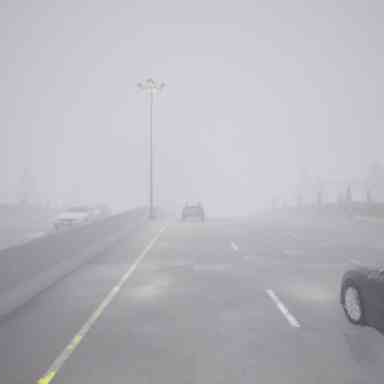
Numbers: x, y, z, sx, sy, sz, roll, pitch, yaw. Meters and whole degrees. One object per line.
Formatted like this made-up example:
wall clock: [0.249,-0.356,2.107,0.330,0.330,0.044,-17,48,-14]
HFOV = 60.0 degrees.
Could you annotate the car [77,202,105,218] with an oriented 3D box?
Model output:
car: [-14.074,2.585,46.602,2.150,2.045,5.566,0,-6,0]

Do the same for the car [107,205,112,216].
car: [-10.585,2.153,38.512,2.128,1.511,4.902,0,-4,0]

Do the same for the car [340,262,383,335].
car: [3.598,1.502,4.114,1.837,1.490,4.892,0,0,0]

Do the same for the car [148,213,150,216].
car: [-7.020,4.392,62.691,2.097,1.767,4.553,0,-6,0]

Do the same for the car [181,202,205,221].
car: [0.099,1.629,28.607,2.128,1.511,4.902,0,-2,0]

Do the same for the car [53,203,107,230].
car: [-7.099,1.514,21.128,1.812,1.442,4.674,0,0,0]
